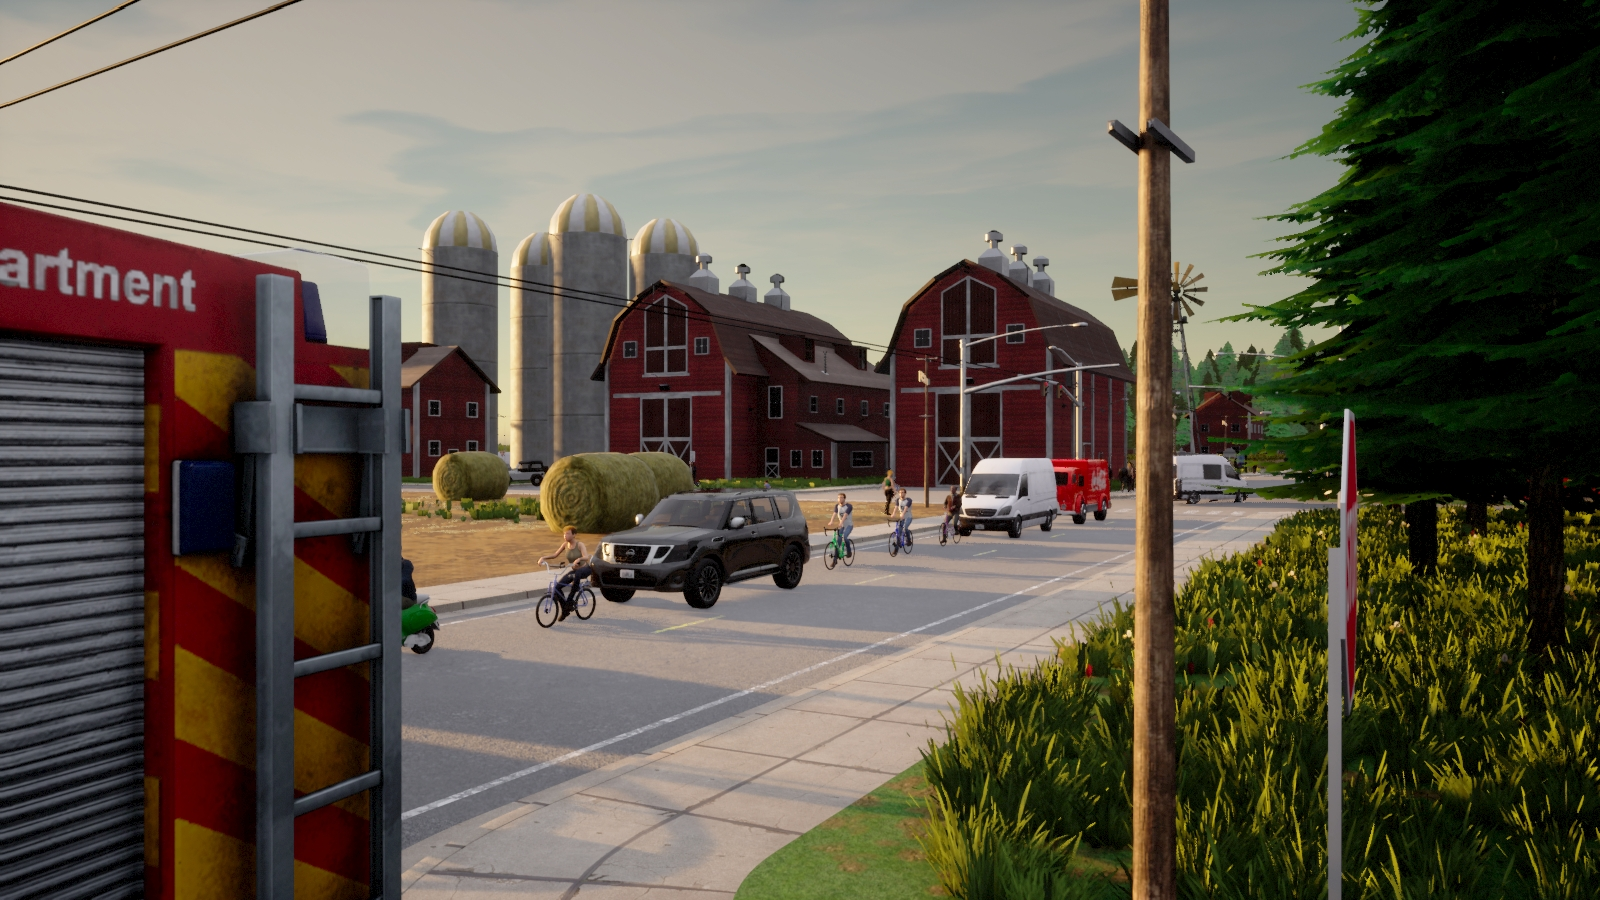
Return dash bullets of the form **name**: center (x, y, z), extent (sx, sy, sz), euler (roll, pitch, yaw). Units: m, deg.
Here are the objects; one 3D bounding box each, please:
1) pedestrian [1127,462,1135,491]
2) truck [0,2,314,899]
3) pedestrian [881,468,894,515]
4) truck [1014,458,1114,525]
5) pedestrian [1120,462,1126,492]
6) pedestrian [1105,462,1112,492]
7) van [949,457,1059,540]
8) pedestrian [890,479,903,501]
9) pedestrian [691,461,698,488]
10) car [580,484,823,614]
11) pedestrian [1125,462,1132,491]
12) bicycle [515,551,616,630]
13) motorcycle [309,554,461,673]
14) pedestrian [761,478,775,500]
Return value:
- **pedestrian**: center (21.436, 1.694, 73.963), extent (0.375, 1.860, 0.375), euler (0, 0, 36)
- **truck**: center (-6.015, 0.867, 3.743), extent (8.468, 3.827, 2.891), euler (0, 0, 20)
- **pedestrian**: center (3.511, 1.679, 45.990), extent (0.375, 1.860, 0.375), euler (0, 0, -44)
- **truck**: center (10.573, 1.568, 45.386), extent (2.627, 2.467, 5.204), euler (0, 0, 28)
- **pedestrian**: center (20.374, 1.695, 72.070), extent (0.375, 1.860, 0.375), euler (0, 0, 22)
- **pedestrian**: center (19.148, 1.695, 70.917), extent (0.375, 1.860, 0.375), euler (0, 0, 28)
- **van**: center (7.076, 1.534, 38.963), extent (1.988, 2.561, 5.915), euler (0, 0, 28)
- **pedestrian**: center (4.957, 2.051, 58.854), extent (0.500, 1.100, 0.500), euler (0, 0, 33)
- **pedestrian**: center (-7.162, 1.669, 77.897), extent (0.375, 1.860, 0.375), euler (0, 0, 14)
- **car**: center (-1.724, 1.779, 22.453), extent (2.150, 2.045, 5.566), euler (0, 0, 27)
- **pedestrian**: center (20.884, 1.696, 72.658), extent (0.375, 1.860, 0.375), euler (0, 0, 30)
- **bicycle**: center (-3.797, 2.256, 18.607), extent (0.859, 1.080, 1.487), euler (0, 0, 28)
- **motorcycle**: center (-5.535, 2.142, 15.337), extent (0.856, 1.316, 1.805), euler (0, 0, 28)
- **pedestrian**: center (-1.679, 2.052, 60.113), extent (0.500, 1.100, 0.500), euler (0, 0, 38)
